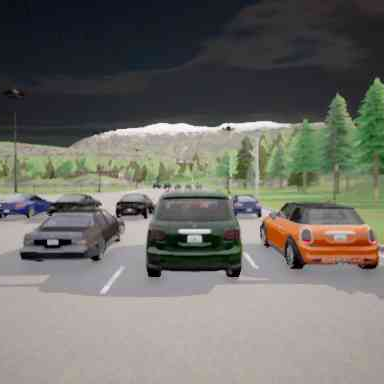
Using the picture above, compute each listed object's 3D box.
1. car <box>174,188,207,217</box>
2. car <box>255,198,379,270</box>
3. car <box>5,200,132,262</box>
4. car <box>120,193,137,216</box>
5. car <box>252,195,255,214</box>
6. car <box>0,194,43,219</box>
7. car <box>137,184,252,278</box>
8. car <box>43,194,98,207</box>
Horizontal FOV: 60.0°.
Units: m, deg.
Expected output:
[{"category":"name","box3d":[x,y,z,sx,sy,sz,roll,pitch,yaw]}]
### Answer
[{"category":"car","box3d":[-0.124,0.628,23.453,2.097,1.767,4.553,0,2,0]},{"category":"car","box3d":[3.502,1.039,10.016,2.097,1.767,4.553,0,2,0]},{"category":"car","box3d":[-3.498,1.216,10.745,2.033,1.411,5.357,0,2,-1]},{"category":"car","box3d":[-3.605,0.816,21.528,1.882,1.535,5.008,0,2,-1]},{"category":"car","box3d":[3.391,0.842,22.074,1.812,1.442,4.674,0,2,-1]},{"category":"car","box3d":[-10.604,0.874,21.383,1.812,1.442,4.674,0,2,-1]},{"category":"car","box3d":[0.021,0.933,9.310,2.150,2.045,5.566,0,2,-1]},{"category":"car","box3d":[-7.098,0.841,20.787,1.882,1.535,5.008,0,2,-1]}]
